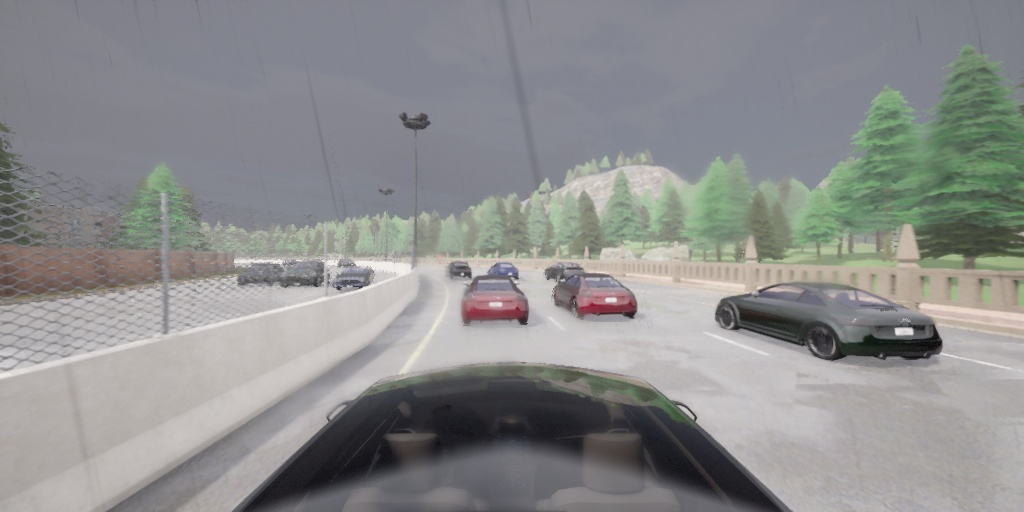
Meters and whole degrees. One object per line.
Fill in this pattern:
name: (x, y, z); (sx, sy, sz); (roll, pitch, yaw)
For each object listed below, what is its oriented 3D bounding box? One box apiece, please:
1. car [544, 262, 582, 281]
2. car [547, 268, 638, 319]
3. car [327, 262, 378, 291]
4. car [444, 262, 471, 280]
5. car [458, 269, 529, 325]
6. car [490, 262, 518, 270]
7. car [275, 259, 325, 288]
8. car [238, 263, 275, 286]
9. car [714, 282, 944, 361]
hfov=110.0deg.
car: (3.826, 1.199, 26.715); (2.128, 1.511, 4.902); (0, 0, -13)
car: (2.756, 1.291, 12.769); (1.994, 1.385, 4.181); (0, 0, -6)
car: (-9.691, 1.312, 22.635); (2.033, 1.411, 5.357); (0, 0, -13)
car: (-4.754, 1.240, 31.499); (1.837, 1.490, 4.892); (0, 0, -17)
car: (-0.647, 1.305, 11.845); (1.994, 1.385, 4.181); (0, 0, -6)
car: (-0.751, 1.247, 30.307); (1.812, 1.442, 4.674); (0, 0, -16)
car: (-13.747, 1.131, 24.099); (2.097, 1.767, 4.553); (0, 0, -15)
car: (-17.823, 1.298, 25.787); (1.837, 1.490, 4.892); (0, 0, -17)
car: (6.678, 1.280, 8.231); (1.994, 1.385, 4.181); (0, 0, -4)
